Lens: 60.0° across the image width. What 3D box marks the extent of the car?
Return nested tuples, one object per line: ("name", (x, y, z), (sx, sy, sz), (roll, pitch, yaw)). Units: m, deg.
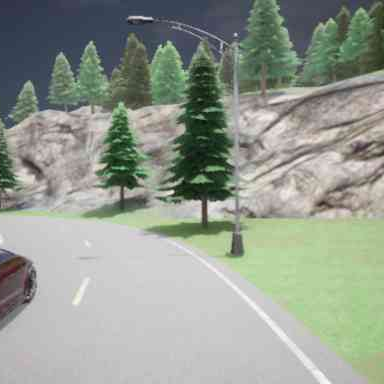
("car", (-4.095, 1.600, 5.380), (1.994, 1.385, 4.181), (0, 0, -7))
